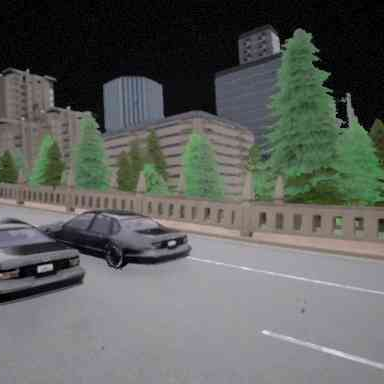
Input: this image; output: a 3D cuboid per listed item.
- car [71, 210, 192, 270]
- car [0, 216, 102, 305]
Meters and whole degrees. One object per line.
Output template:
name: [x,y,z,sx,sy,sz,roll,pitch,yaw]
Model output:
car: [-2.561,1.256,10.121,5.357,1.411,2.033,4,2,35]
car: [-4.614,1.255,7.286,5.357,1.411,2.033,4,2,35]
